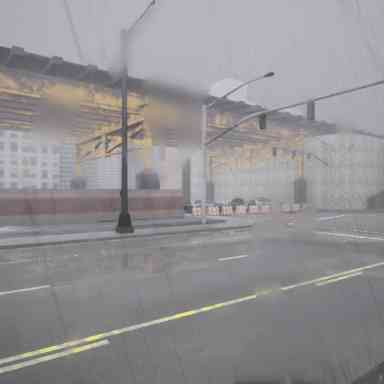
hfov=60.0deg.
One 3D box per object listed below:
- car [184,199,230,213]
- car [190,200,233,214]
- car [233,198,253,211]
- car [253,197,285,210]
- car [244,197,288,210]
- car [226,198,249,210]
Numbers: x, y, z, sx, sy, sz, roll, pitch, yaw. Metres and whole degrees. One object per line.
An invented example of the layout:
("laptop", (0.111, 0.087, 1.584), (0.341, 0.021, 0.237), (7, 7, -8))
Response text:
("car", (1.472, 1.295, 35.263), (4.536, 1.218, 1.853), (0, 0, 8))
("car", (1.523, 1.453, 35.256), (4.974, 1.542, 2.038), (0, 0, 8))
("car", (5.268, 1.453, 37.940), (2.038, 1.542, 4.974), (0, 0, 18))
("car", (9.128, 1.295, 41.693), (4.536, 1.218, 1.853), (0, 0, -7))
("car", (9.179, 1.453, 41.700), (4.974, 1.542, 2.038), (0, 0, -7))
("car", (5.284, 1.295, 37.990), (1.853, 1.218, 4.536), (0, 0, 18))
